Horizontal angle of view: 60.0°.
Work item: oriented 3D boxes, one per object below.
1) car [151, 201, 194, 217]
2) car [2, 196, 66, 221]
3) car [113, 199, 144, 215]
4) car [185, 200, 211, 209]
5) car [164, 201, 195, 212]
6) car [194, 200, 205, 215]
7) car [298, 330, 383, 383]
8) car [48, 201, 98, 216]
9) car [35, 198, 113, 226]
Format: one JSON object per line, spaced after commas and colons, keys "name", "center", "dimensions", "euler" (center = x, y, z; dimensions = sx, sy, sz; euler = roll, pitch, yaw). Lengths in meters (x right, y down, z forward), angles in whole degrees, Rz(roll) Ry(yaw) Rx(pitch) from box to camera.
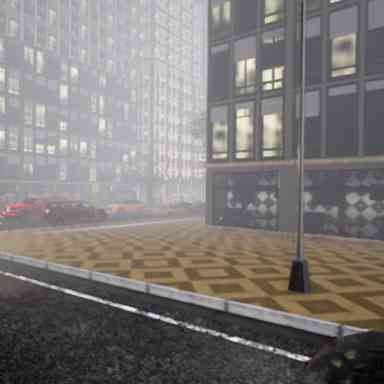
{"name": "car", "center": [-2.233, 1.886, 35.121], "dimensions": [1.752, 1.417, 4.829], "euler": [0, 0, 36]}
{"name": "car", "center": [-13.633, 1.404, 29.435], "dimensions": [2.150, 2.045, 5.566], "euler": [1, 0, 37]}
{"name": "car", "center": [-7.617, 1.623, 37.558], "dimensions": [2.097, 1.767, 4.553], "euler": [1, 0, 37]}
{"name": "car", "center": [0.981, 1.955, 53.563], "dimensions": [1.947, 1.339, 4.313], "euler": [0, 0, 36]}
{"name": "car", "center": [-1.624, 1.922, 45.634], "dimensions": [1.994, 1.385, 4.181], "euler": [1, 0, 38]}
{"name": "car", "center": [1.019, 1.990, 39.520], "dimensions": [1.802, 1.307, 4.206], "euler": [0, 0, 36]}
{"name": "car", "center": [2.979, 1.502, 1.559], "dimensions": [4.892, 1.490, 1.837], "euler": [0, 0, 36]}
{"name": "car", "center": [-12.529, 1.719, 35.292], "dimensions": [1.752, 1.417, 4.829], "euler": [0, 0, 36]}
{"name": "car", "center": [-9.038, 1.575, 25.915], "dimensions": [2.192, 1.841, 5.009], "euler": [0, 0, 36]}
